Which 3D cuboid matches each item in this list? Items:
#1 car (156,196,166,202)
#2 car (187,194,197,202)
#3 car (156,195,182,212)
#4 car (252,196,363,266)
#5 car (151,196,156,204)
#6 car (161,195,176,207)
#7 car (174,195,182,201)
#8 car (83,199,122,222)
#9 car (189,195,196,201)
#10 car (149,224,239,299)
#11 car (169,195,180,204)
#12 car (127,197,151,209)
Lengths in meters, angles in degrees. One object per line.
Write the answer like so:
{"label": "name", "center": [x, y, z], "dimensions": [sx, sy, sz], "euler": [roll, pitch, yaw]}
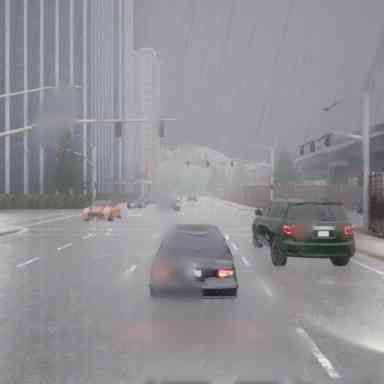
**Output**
{"label": "car", "center": [-6.980, 1.594, 74.924], "dimensions": [1.895, 1.301, 4.718], "euler": [0, 0, 0]}
{"label": "car", "center": [0.021, 1.355, 78.648], "dimensions": [2.097, 1.767, 4.553], "euler": [0, 0, 0]}
{"label": "car", "center": [-2.728, 1.377, 39.551], "dimensions": [2.097, 1.767, 4.553], "euler": [0, 0, -11]}
{"label": "car", "center": [3.574, 1.221, 11.663], "dimensions": [2.150, 2.045, 5.566], "euler": [0, 0, 1]}
{"label": "car", "center": [-7.059, 1.525, 60.042], "dimensions": [1.812, 1.442, 4.674], "euler": [0, 0, 0]}
{"label": "car", "center": [-3.580, 1.351, 51.895], "dimensions": [2.097, 1.767, 4.553], "euler": [0, 0, 0]}
{"label": "car", "center": [-3.478, 1.438, 82.005], "dimensions": [1.882, 1.535, 5.008], "euler": [0, 0, 0]}
{"label": "car", "center": [-7.094, 1.380, 26.654], "dimensions": [2.097, 1.767, 4.553], "euler": [0, 0, 0]}
{"label": "car", "center": [0.024, 1.500, 88.893], "dimensions": [1.837, 1.490, 4.892], "euler": [0, 0, 0]}
{"label": "car", "center": [0.057, 1.547, 8.630], "dimensions": [2.033, 1.411, 5.357], "euler": [0, 0, 1]}
{"label": "car", "center": [-3.507, 1.477, 66.897], "dimensions": [1.882, 1.535, 5.008], "euler": [0, 0, 1]}
{"label": "car", "center": [-7.293, 1.491, 44.374], "dimensions": [2.128, 1.511, 4.902], "euler": [0, 0, 4]}
